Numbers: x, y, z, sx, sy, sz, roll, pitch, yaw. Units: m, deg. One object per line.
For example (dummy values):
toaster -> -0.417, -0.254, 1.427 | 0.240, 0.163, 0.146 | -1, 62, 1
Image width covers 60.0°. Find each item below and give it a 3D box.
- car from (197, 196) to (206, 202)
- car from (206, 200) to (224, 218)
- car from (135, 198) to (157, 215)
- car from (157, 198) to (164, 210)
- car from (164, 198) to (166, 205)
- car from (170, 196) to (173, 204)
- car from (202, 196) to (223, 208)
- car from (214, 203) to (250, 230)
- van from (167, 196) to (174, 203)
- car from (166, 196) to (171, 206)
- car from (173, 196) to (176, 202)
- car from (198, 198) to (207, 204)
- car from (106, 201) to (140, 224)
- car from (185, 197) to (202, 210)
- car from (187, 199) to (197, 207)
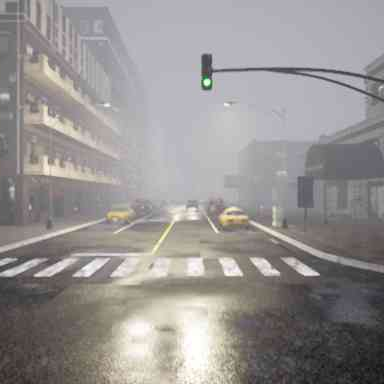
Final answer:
car -> 2.654, 1.975, 93.677 | 2.192, 1.841, 5.009 | 0, 0, 0
car -> 2.678, 1.786, 32.745 | 1.802, 1.307, 4.206 | 0, 0, 0
car -> -5.705, 1.588, 38.282 | 2.192, 1.841, 5.009 | 0, 0, 0
car -> -5.710, 1.901, 49.359 | 2.008, 1.369, 4.403 | 0, 0, 0
car -> -5.711, 1.914, 54.728 | 1.752, 1.417, 4.829 | 0, 0, 0
car -> -5.718, 1.955, 71.515 | 1.967, 1.590, 4.097 | 0, 0, 0
car -> 2.676, 1.556, 38.286 | 2.192, 1.841, 5.009 | 0, 0, 0
car -> 2.682, 1.658, 21.837 | 1.752, 1.417, 4.829 | 0, 0, 0
van -> -5.725, 1.987, 88.135 | 1.690, 1.788, 3.998 | 0, 0, 0
car -> -5.716, 2.017, 65.977 | 1.887, 1.381, 4.507 | 0, 0, 0
car -> -5.723, 1.916, 82.595 | 2.192, 1.841, 5.009 | 0, 0, 0
car -> 2.658, 2.120, 82.597 | 2.008, 1.369, 4.403 | 0, 0, 0
car -> -5.701, 1.723, 27.032 | 1.752, 1.417, 4.829 | 0, 0, 0
car -> 0.079, 1.828, 48.614 | 1.837, 1.490, 4.892 | 0, 0, 0
car -> 0.017, 1.924, 58.924 | 1.812, 1.442, 4.674 | 0, 0, 0
